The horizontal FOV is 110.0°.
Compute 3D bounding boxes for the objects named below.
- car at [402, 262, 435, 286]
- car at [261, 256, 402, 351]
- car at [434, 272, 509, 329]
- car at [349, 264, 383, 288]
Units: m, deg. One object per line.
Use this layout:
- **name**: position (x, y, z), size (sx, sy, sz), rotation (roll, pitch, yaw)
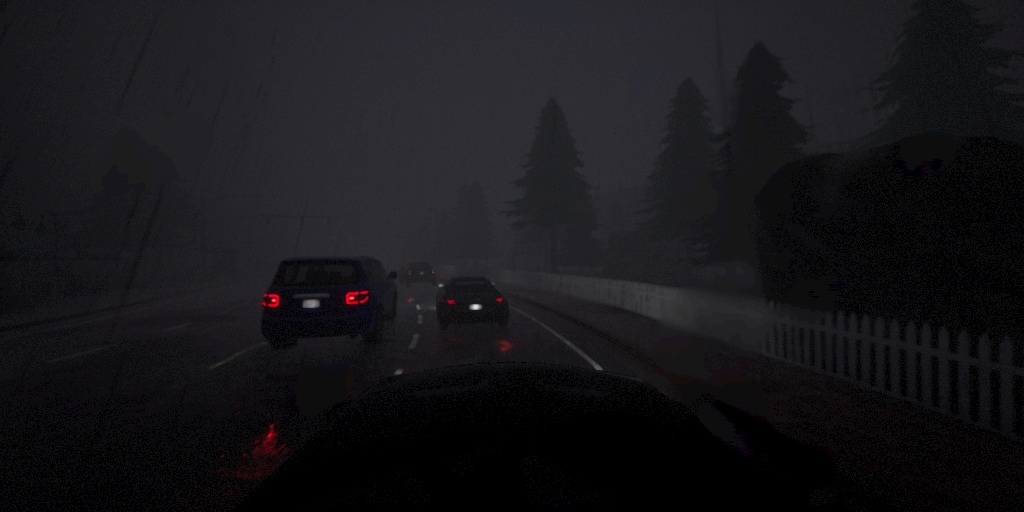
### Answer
- **car**: position (-7.022, 1.200, 26.483), size (2.097, 1.767, 4.553), rotation (-1, 0, -24)
- **car**: position (-4.405, 1.026, 9.547), size (2.150, 2.045, 5.566), rotation (-1, 0, -12)
- **car**: position (-1.386, 1.336, 11.494), size (1.994, 1.385, 4.181), rotation (-1, 0, -12)
- **car**: position (-10.951, 1.383, 26.721), size (2.128, 1.511, 4.902), rotation (-1, 0, -24)
